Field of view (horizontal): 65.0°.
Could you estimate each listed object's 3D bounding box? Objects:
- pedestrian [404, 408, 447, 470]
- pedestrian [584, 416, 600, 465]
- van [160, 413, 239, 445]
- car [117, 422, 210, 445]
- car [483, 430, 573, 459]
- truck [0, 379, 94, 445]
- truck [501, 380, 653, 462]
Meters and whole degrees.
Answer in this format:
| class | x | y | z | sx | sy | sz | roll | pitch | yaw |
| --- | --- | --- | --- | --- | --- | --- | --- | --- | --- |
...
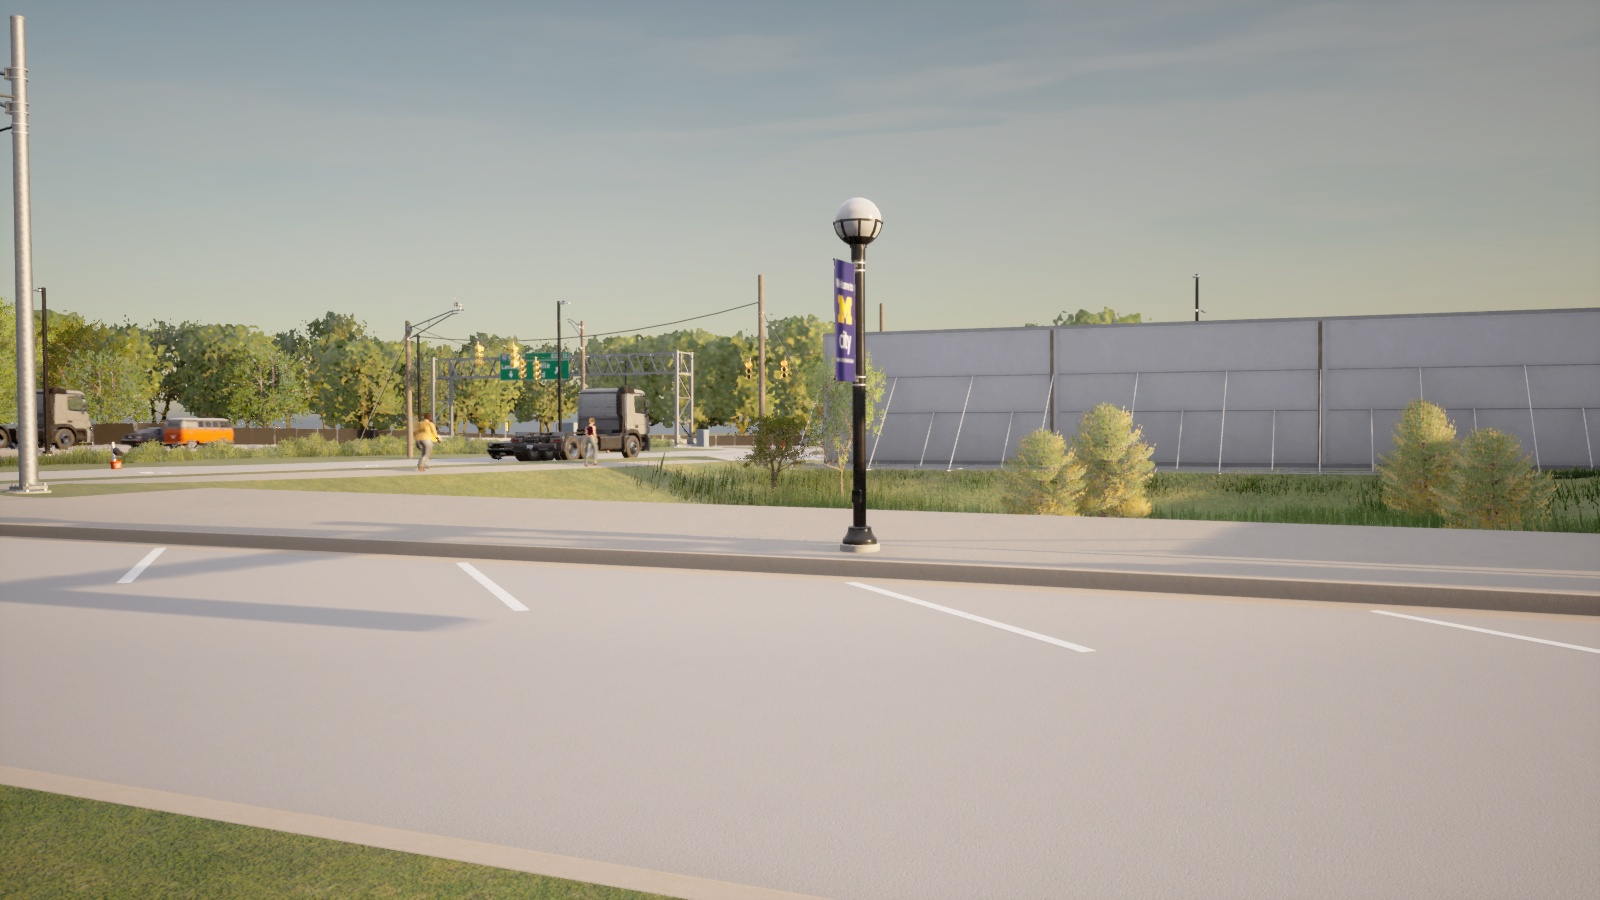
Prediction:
| class | x | y | z | sx | sy | sz | roll | pitch | yaw |
| --- | --- | --- | --- | --- | --- | --- | --- | --- | --- |
| pedestrian | -11.521 | -0.350 | 38.673 | 0.874 | 1.855 | 0.900 | 1 | 2 | 23 |
| pedestrian | -7.820 | -0.378 | 47.238 | 0.345 | 1.836 | 0.594 | 1 | 2 | 23 |
| van | -38.162 | -1.329 | 79.945 | 1.775 | 1.987 | 4.442 | 1 | 0 | 23 |
| car | -41.280 | -1.075 | 81.571 | 2.033 | 1.411 | 5.357 | 1 | 0 | 23 |
| car | -12.842 | -0.275 | 59.618 | 1.895 | 1.301 | 4.718 | 1 | 1 | 22 |
| truck | -43.029 | -2.052 | 68.267 | 2.891 | 3.462 | 7.936 | 1 | 0 | 23 |
| truck | -9.985 | -1.306 | 57.264 | 2.891 | 3.462 | 7.936 | 1 | 1 | 24 |
